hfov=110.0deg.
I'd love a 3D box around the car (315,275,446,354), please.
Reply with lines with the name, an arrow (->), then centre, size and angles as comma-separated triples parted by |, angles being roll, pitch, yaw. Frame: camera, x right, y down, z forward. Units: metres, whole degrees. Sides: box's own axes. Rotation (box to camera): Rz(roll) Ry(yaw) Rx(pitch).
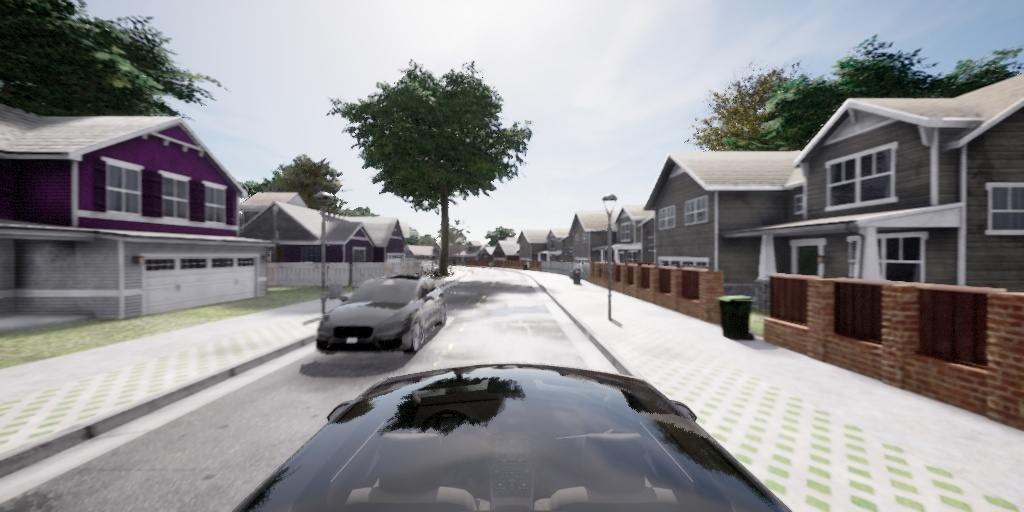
car -> -2.851, 1.252, 8.820 | 1.837, 1.490, 4.892 | 0, 0, 0

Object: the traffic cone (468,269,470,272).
traffic cone -> -5.463, 1.978, 48.818 | 0.340, 0.580, 0.340 | 0, 0, -10

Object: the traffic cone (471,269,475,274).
traffic cone -> -4.722, 1.919, 43.990 | 0.340, 0.580, 0.340 | 0, 0, -7
